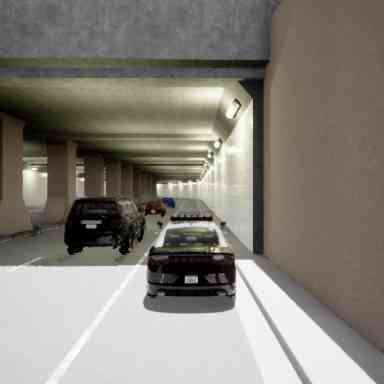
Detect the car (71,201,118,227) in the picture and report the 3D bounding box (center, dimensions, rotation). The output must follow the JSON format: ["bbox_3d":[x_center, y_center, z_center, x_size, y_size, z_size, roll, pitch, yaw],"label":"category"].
[{"bbox_3d":[-6.795,1.477,23.760,1.882,1.535,5.008,0,0,0],"label":"car"}]

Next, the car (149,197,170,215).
[{"bbox_3d":[-3.409,1.526,31.384,1.812,1.442,4.674,0,0,0],"label":"car"}]

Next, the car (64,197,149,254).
[{"bbox_3d":[-3.295,1.221,13.552,2.150,2.045,5.566,0,0,0],"label":"car"}]

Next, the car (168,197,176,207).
[{"bbox_3d":[-3.295,1.477,46.193,1.882,1.535,5.008,0,0,0],"label":"car"}]

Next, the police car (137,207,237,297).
[{"bbox_3d":[-0.012,1.425,8.760,1.930,1.638,5.238,0,0,0],"label":"police car"}]
